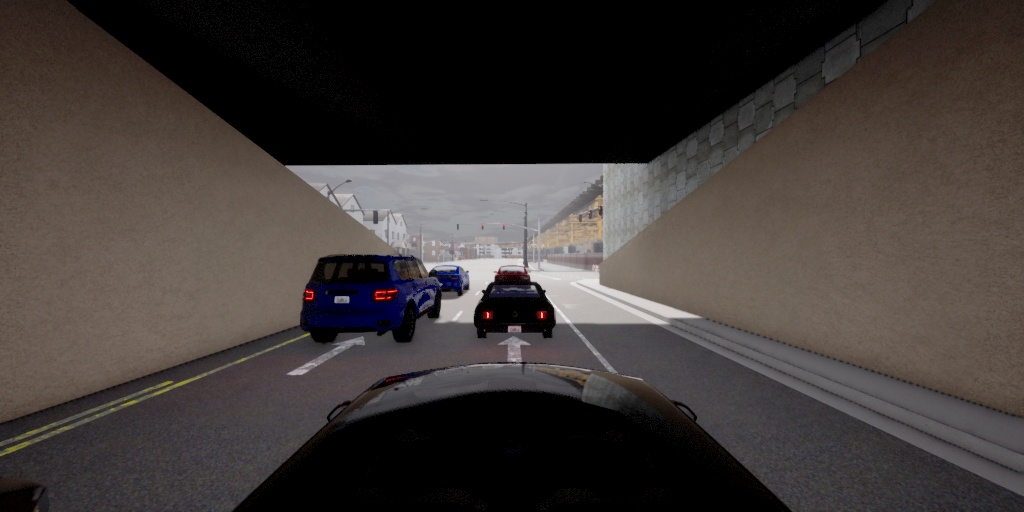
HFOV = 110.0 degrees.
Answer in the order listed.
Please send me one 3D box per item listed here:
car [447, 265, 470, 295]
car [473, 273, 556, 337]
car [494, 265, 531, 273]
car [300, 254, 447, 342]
[{"bbox_3d":[-3.490,1.227,19.827,1.882,1.535,5.008,0,0,0],"label":"car"},{"bbox_3d":[0.056,1.351,10.240,1.895,1.301,4.718,0,0,0],"label":"car"},{"bbox_3d":[0.011,1.227,19.576,1.882,1.535,5.008,0,0,0],"label":"car"},{"bbox_3d":[-3.439,0.971,9.889,2.150,2.045,5.566,0,0,0],"label":"car"}]
